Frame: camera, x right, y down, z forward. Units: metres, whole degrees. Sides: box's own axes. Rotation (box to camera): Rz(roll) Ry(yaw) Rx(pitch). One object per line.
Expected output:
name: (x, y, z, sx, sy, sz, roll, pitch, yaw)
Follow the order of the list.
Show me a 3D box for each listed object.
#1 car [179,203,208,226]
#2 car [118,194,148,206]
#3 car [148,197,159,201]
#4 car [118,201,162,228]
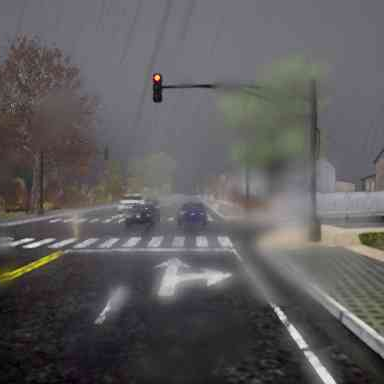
car: (0.075, 1.444, 22.182, 2.033, 1.411, 5.357, -1, -1, 0)
car: (-6.548, 1.262, 36.407, 2.150, 2.045, 5.566, 0, 0, 0)
car: (-6.506, 1.565, 54.822, 2.128, 1.511, 4.902, 0, 0, 0)
car: (-3.176, 1.542, 22.316, 2.033, 1.411, 5.357, -1, -1, 0)
